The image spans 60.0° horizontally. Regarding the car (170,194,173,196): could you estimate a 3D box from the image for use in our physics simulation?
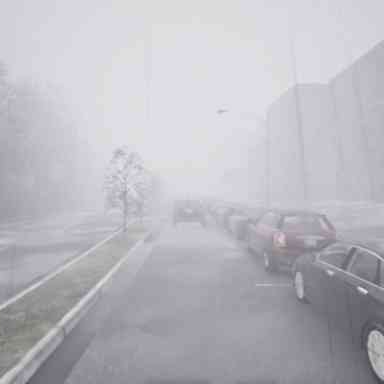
[{"bbox_3d":[-1.308,1.313,40.767,2.128,1.511,4.902,0,0,-4],"label":"car"}]

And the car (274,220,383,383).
[{"bbox_3d":[3.055,1.465,5.208,2.231,1.521,4.892,0,0,0],"label":"car"}]

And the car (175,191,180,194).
[{"bbox_3d":[-1.968,1.108,72.012,1.946,1.575,5.366,0,0,-9],"label":"car"}]

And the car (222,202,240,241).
[{"bbox_3d":[2.950,1.452,16.357,2.163,1.488,4.792,0,0,-1],"label":"car"}]

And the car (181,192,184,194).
[{"bbox_3d":[-0.357,1.194,60.809,2.097,1.535,5.008,0,0,-7],"label":"car"}]

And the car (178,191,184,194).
[{"bbox_3d":[-1.126,1.152,66.511,1.946,1.575,5.366,0,0,-8],"label":"car"}]

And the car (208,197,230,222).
[{"bbox_3d":[2.543,1.415,27.564,2.002,1.452,4.674,0,0,-3],"label":"car"}]

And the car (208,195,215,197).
[{"bbox_3d":[2.251,1.378,33.159,2.163,1.488,4.792,0,0,-3],"label":"car"}]

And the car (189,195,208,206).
[{"bbox_3d":[0.890,1.262,49.749,2.231,1.521,4.892,0,0,-5],"label":"car"}]

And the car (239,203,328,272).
[{"bbox_3d":[3.061,1.319,10.735,2.185,1.767,4.553,1,0,0],"label":"car"}]

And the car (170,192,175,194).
[{"bbox_3d":[-2.889,0.813,77.341,2.435,2.045,5.566,0,0,-10],"label":"car"}]

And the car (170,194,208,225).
[{"bbox_3d":[-0.261,1.261,23.068,2.097,1.767,4.553,0,0,-2],"label":"car"}]

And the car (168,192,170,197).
[{"bbox_3d":[-3.910,1.011,82.796,2.231,1.521,4.892,0,1,-11],"label":"car"}]

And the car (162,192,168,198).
[{"bbox_3d":[-6.363,0.881,93.852,1.946,1.575,5.366,0,1,-13],"label":"car"}]
